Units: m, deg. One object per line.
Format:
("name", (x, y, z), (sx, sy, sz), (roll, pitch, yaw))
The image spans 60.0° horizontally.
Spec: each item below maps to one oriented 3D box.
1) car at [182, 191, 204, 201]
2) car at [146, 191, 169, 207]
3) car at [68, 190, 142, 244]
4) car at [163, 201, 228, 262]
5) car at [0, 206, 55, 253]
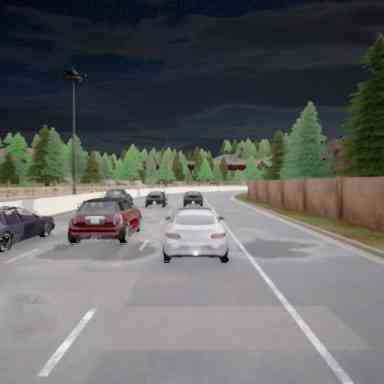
("car", (0.111, 0.648, 32.595), (1.837, 1.490, 4.892), (0, 2, 0))
("car", (-3.389, 0.650, 32.502), (1.837, 1.490, 4.892), (0, 2, 0))
("car", (-3.395, 0.988, 13.766), (2.097, 1.767, 4.553), (0, 2, 0))
("car", (0.091, 1.239, 10.794), (1.812, 1.442, 4.674), (0, 1, 0))
("car", (-6.896, 1.227, 12.086), (2.033, 1.411, 5.357), (0, 1, 0))
